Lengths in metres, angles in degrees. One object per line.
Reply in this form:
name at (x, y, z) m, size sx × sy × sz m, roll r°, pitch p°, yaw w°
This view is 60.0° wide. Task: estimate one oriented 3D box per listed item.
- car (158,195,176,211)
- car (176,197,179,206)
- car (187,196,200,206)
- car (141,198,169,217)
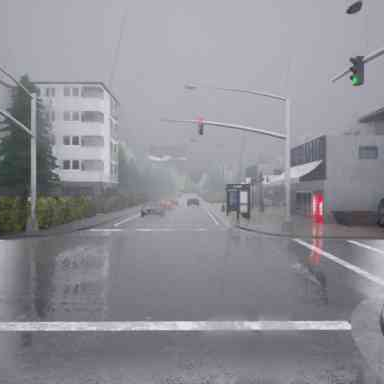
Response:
car at (-3.501, 1.352, 40.744) m, size 2.097 × 1.767 × 4.553 m, roll 0°, pitch 0°, yaw 0°
car at (-3.388, 1.351, 56.158) m, size 2.097 × 1.767 × 4.553 m, roll 0°, pitch 0°, yaw 0°
car at (0.236, 1.505, 54.213) m, size 1.837 × 1.490 × 4.892 m, roll 0°, pitch 0°, yaw 1°
car at (-3.530, 1.564, 31.042) m, size 1.994 × 1.385 × 4.181 m, roll 0°, pitch 0°, yaw 0°
